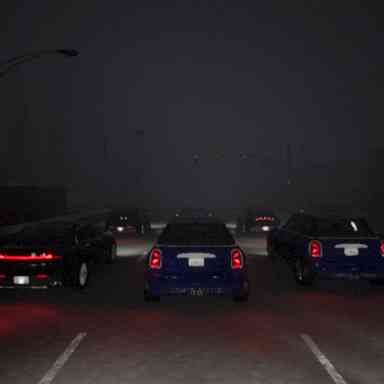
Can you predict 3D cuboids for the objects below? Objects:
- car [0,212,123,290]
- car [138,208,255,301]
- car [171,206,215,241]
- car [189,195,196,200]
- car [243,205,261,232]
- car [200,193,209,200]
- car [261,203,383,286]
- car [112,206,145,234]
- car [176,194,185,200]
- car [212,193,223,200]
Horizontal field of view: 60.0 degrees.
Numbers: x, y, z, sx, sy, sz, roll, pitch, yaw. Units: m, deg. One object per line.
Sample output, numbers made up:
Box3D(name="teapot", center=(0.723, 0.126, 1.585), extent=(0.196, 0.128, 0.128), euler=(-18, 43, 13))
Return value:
Box3D(name="car", center=(-3.398, 1.510, 9.069), extent=(1.837, 1.490, 4.892), euler=(0, 0, 0))
Box3D(name="car", center=(0.097, 1.357, 8.485), extent=(2.097, 1.767, 4.553), euler=(0, 0, 0))
Box3D(name="car", center=(0.089, 1.557, 18.020), extent=(2.033, 1.411, 5.357), euler=(0, 0, 1))
Box3D(name="car", center=(0.155, 1.568, 91.558), extent=(1.812, 1.442, 4.674), euler=(0, 0, 0))
Box3D(name="car", center=(3.594, 1.515, 18.557), extent=(1.837, 1.490, 4.892), euler=(0, 0, 1))
Box3D(name="car", center=(3.654, 1.582, 91.135), extent=(2.033, 1.411, 5.357), euler=(0, 0, 0))
Box3D(name="car", center=(3.603, 1.357, 9.616), extent=(2.097, 1.767, 4.553), euler=(0, 0, 0))
Box3D(name="car", center=(-3.408, 1.515, 18.352), extent=(1.837, 1.490, 4.892), euler=(0, 0, 1))
Box3D(name="car", center=(-3.346, 1.520, 91.147), extent=(1.882, 1.535, 5.008), euler=(0, 0, 0))
Box3D(name="car", center=(7.154, 1.268, 91.159), extent=(2.150, 2.045, 5.566), euler=(0, 0, 0))
